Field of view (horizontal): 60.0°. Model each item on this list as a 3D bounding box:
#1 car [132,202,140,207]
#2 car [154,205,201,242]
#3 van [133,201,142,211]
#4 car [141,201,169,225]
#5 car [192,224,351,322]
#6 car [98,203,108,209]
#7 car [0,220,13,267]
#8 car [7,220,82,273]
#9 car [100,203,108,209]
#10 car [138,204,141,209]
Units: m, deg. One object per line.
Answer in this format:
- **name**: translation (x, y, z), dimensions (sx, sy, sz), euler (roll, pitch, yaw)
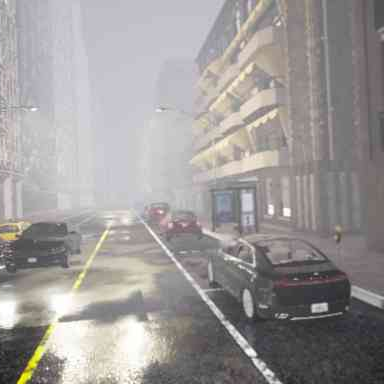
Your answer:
- **car**: translation (-15.308, 3.355, 90.245), dimensions (1.887, 1.381, 4.507), euler (-2, -1, -11)
- **car**: translation (-0.739, 1.700, 18.292), dimensions (1.967, 1.590, 4.097), euler (-2, -1, -11)
- **van**: translation (-9.712, 2.548, 62.573), dimensions (1.690, 1.788, 3.998), euler (-2, -1, -11)
- **car**: translation (-2.986, 1.809, 29.364), dimensions (2.192, 1.841, 5.009), euler (-2, -1, -11)
- **car**: translation (1.508, 1.577, 7.222), dimensions (2.008, 1.369, 4.403), euler (-2, -1, -11)
- **car**: translation (-22.398, 3.456, 83.043), dimensions (1.967, 1.590, 4.097), euler (-2, -1, -11)
- **car**: translation (-7.825, 1.910, 11.089), dimensions (1.967, 1.590, 4.097), euler (-2, -1, -11)
- **car**: translation (-5.382, 1.863, 12.604), dimensions (1.882, 1.535, 5.008), euler (-2, -1, -12)
- **car**: translation (-23.512, 3.719, 88.576), dimensions (1.802, 1.307, 4.206), euler (-2, -1, -11)
- **car**: translation (-5.218, 2.310, 40.431), dimensions (1.802, 1.307, 4.206), euler (-2, -1, -11)
